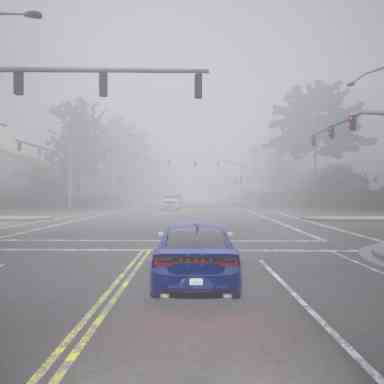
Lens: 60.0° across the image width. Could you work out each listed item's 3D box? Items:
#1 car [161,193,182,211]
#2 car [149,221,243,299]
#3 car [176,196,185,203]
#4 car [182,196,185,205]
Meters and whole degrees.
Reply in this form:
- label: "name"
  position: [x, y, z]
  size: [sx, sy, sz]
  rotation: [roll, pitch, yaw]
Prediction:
- label: "car"
  position: [-2.647, 1.223, 41.471]
  size: [2.150, 2.045, 5.566]
  rotation: [0, 0, -2]
- label: "car"
  position: [0.086, 1.478, 8.515]
  size: [1.882, 1.535, 5.008]
  rotation: [0, 0, 0]
- label: "car"
  position: [-2.501, 1.524, 72.642]
  size: [1.812, 1.442, 4.674]
  rotation: [0, 0, 0]
- label: "car"
  position: [-2.689, 1.220, 59.763]
  size: [2.150, 2.045, 5.566]
  rotation: [0, 0, 1]
